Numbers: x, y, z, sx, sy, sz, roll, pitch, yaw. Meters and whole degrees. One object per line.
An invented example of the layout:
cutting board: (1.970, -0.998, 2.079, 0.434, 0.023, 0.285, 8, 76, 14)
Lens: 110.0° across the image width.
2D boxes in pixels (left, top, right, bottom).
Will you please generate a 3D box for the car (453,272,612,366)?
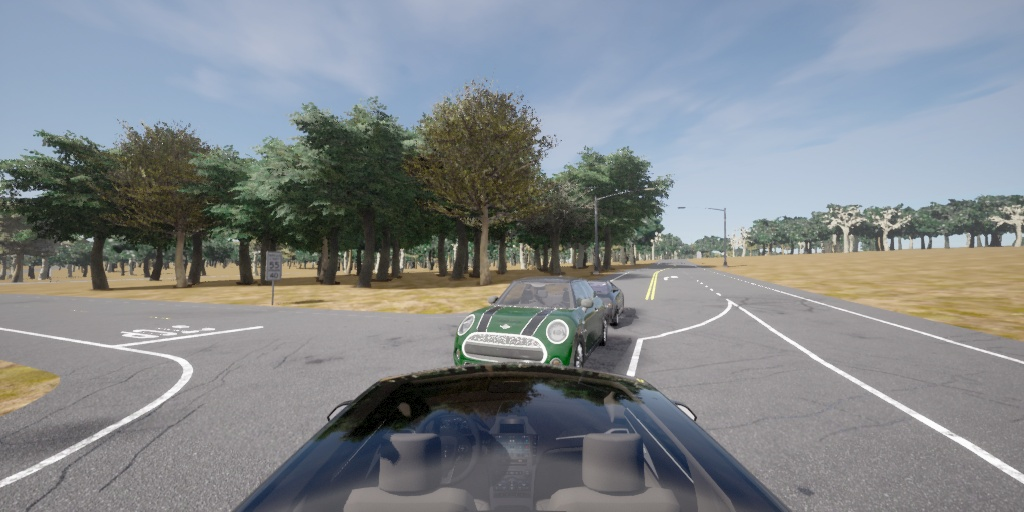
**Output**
car: (0.673, 1.223, 7.488, 2.097, 1.767, 4.553, -1, -2, 22)

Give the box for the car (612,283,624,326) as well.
car: (2.892, 1.555, 12.923, 1.994, 1.385, 4.181, -2, 0, 22)
